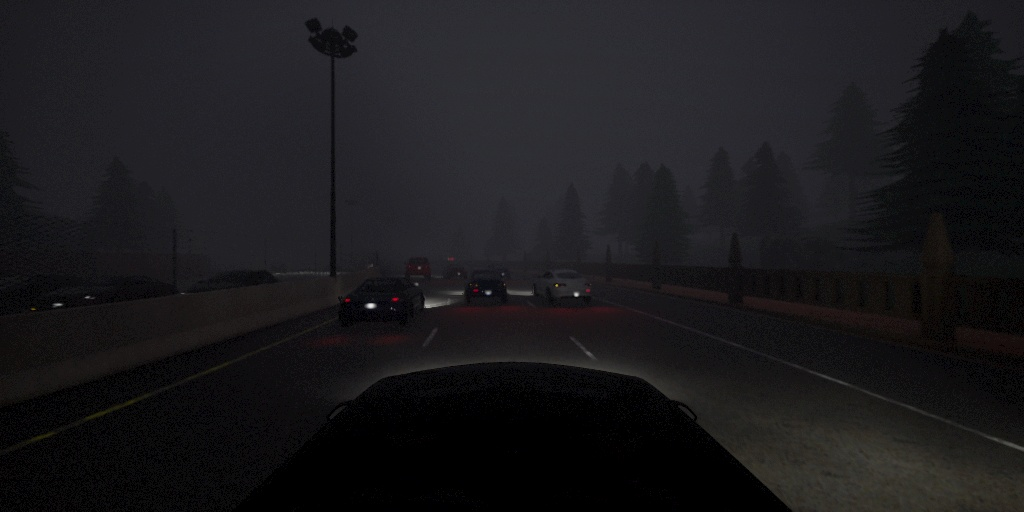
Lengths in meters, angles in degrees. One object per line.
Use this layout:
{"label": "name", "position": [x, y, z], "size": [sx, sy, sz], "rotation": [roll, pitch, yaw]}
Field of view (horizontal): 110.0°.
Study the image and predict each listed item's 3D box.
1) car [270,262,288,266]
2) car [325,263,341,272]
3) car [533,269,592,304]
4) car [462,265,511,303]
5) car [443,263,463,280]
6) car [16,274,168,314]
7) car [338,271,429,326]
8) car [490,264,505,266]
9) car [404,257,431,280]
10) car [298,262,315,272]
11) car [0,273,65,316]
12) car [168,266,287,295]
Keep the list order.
{"label": "car", "position": [-33.750, 1.574, 51.877], "size": [1.882, 1.535, 5.008], "rotation": [0, 0, -34]}
{"label": "car", "position": [-27.111, 1.681, 54.556], "size": [1.895, 1.301, 4.718], "rotation": [0, 0, -33]}
{"label": "car", "position": [2.261, 1.329, 16.763], "size": [1.812, 1.442, 4.674], "rotation": [0, 0, -8]}
{"label": "car", "position": [-1.337, 1.345, 17.222], "size": [1.812, 1.442, 4.674], "rotation": [0, 0, -9]}
{"label": "car", "position": [-5.440, 1.433, 34.248], "size": [1.812, 1.442, 4.674], "rotation": [0, 0, -18]}
{"label": "car", "position": [-15.121, 1.425, 13.699], "size": [1.994, 1.385, 4.181], "rotation": [0, 0, -8]}
{"label": "car", "position": [-4.156, 1.374, 12.013], "size": [1.994, 1.385, 4.181], "rotation": [0, 0, -6]}
{"label": "car", "position": [-1.443, 1.412, 33.164], "size": [1.812, 1.442, 4.674], "rotation": [0, 0, -17]}
{"label": "car", "position": [-8.859, 1.140, 33.621], "size": [2.150, 2.045, 5.566], "rotation": [0, 0, -18]}
{"label": "car", "position": [-30.302, 1.611, 53.003], "size": [1.812, 1.442, 4.674], "rotation": [0, 0, -34]}
{"label": "car", "position": [-18.672, 1.402, 13.960], "size": [1.812, 1.442, 4.674], "rotation": [0, 0, -9]}
{"label": "car", "position": [-11.851, 1.360, 15.533], "size": [1.837, 1.490, 4.892], "rotation": [0, 0, -9]}
